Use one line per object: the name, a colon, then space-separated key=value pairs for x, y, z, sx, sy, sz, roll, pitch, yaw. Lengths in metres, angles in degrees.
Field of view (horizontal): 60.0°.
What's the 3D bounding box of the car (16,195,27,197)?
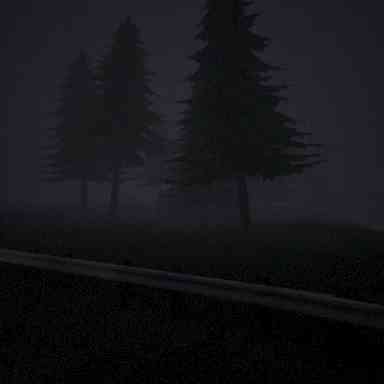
car: x=-38.868 y=1.478 z=75.542 sx=1.882 sy=1.535 sz=5.008 roll=0 pitch=0 yaw=1
